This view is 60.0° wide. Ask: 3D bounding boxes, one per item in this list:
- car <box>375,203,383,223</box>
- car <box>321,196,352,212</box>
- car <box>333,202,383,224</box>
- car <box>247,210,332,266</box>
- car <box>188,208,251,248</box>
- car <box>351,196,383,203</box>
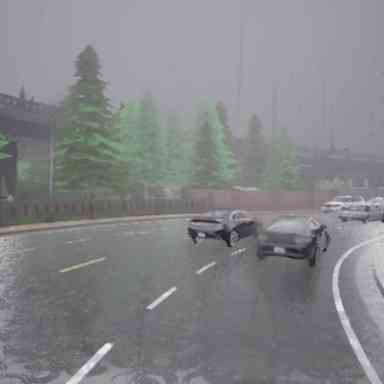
[{"bbox_3d":[15.110,1.671,22.662,5.357,1.411,2.033,1,0,-32],"label":"car"},{"bbox_3d":[16.497,1.440,36.058,5.566,2.045,2.150,1,0,-32],"label":"car"},{"bbox_3d":[13.367,1.699,25.633,4.718,1.301,1.895,1,0,-33],"label":"car"},{"bbox_3d":[3.632,1.543,11.711,1.812,1.442,4.674,0,0,28],"label":"car"},{"bbox_3d":[1.677,1.479,15.016,2.128,1.511,4.902,1,0,32],"label":"car"},{"bbox_3d":[18.369,1.318,33.099,4.674,1.442,1.812,1,0,-32],"label":"car"}]
